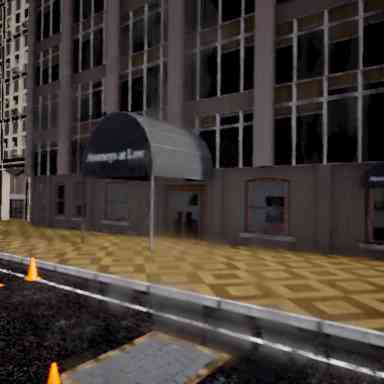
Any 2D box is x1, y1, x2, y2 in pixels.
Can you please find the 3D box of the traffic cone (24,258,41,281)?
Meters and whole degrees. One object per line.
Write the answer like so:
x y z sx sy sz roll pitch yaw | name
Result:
-4.456 2.135 9.321 0.340 0.580 0.340 -1 -1 36 | traffic cone

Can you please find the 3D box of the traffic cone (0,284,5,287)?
-5.048 2.117 8.516 0.340 0.580 0.340 -1 -1 36 | traffic cone

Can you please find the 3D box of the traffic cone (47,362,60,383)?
-1.397 2.024 3.352 0.340 0.580 0.340 -1 -1 36 | traffic cone
